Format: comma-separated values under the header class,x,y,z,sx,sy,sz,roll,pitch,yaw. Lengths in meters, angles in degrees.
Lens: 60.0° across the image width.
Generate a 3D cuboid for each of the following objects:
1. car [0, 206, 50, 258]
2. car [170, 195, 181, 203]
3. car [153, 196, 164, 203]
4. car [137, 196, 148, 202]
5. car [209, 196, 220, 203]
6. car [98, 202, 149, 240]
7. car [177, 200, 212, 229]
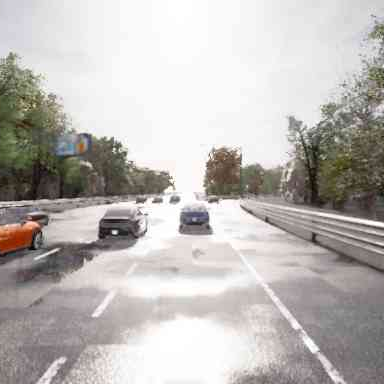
class,x,y,z,sx,sy,sz,roll,pitch,yaw
car,-6.902,1.352,11.239,2.097,1.767,4.553,0,0,0
car,-3.402,1.357,68.370,2.097,1.767,4.553,0,0,0
car,-6.903,1.569,68.721,1.994,1.385,4.181,0,0,0
car,-10.493,1.528,70.182,2.128,1.511,4.902,0,0,0
car,4.702,1.570,68.794,1.837,1.490,4.892,-1,-1,10
car,-3.401,1.507,17.055,1.837,1.490,4.892,0,0,0
car,0.201,1.479,21.926,1.882,1.535,5.008,0,0,1
